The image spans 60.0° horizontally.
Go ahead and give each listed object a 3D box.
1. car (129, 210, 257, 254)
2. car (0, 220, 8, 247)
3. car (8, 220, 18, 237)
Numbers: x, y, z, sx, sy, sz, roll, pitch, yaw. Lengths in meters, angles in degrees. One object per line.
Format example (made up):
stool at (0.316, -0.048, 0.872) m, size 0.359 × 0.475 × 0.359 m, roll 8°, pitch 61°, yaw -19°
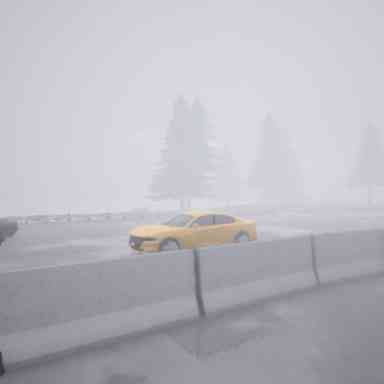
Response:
car at (0.163, 1.447, 12.325) m, size 5.008 × 1.535 × 1.882 m, roll 0°, pitch 0°, yaw -32°
car at (-8.725, 1.559, 10.578) m, size 4.718 × 1.301 × 1.895 m, roll 0°, pitch 0°, yaw -35°
car at (-10.049, 1.549, 13.928) m, size 4.718 × 1.301 × 1.895 m, roll 0°, pitch 0°, yaw -35°
